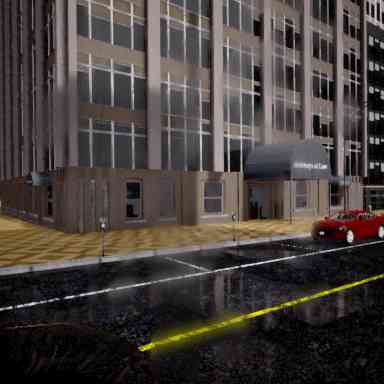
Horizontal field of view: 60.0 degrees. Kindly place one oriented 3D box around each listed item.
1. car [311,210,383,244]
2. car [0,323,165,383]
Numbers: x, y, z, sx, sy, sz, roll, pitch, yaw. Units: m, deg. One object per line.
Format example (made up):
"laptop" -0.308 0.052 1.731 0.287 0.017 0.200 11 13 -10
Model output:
"car" 7.474 1.542 15.764 4.507 1.381 1.887 0 -1 -35
"car" -2.382 1.493 1.625 4.902 1.511 2.128 0 0 -35
